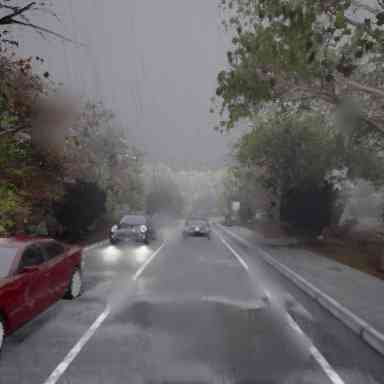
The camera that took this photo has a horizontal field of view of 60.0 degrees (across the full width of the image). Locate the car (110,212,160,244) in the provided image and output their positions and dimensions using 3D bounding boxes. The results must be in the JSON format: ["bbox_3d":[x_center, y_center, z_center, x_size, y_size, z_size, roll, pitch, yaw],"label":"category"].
[{"bbox_3d":[-3.369,2.065,19.760,2.097,1.767,4.553,0,-3,1],"label":"car"}]

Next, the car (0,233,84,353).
[{"bbox_3d":[-3.542,1.583,6.026,1.882,1.535,5.008,0,-2,1],"label":"car"}]

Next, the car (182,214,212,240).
[{"bbox_3d":[0.330,2.412,22.287,2.033,1.411,5.357,0,-3,0],"label":"car"}]

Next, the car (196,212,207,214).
[{"bbox_3d":[0.681,3.748,45.092,1.895,1.301,4.718,0,-3,2],"label":"car"}]

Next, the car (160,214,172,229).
[{"bbox_3d":[-3.156,3.078,35.046,1.837,1.490,4.892,0,-4,1],"label":"car"}]

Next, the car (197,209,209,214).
[{"bbox_3d":[2.479,5.137,80.129,2.150,2.045,5.566,1,-3,17],"label":"car"}]
